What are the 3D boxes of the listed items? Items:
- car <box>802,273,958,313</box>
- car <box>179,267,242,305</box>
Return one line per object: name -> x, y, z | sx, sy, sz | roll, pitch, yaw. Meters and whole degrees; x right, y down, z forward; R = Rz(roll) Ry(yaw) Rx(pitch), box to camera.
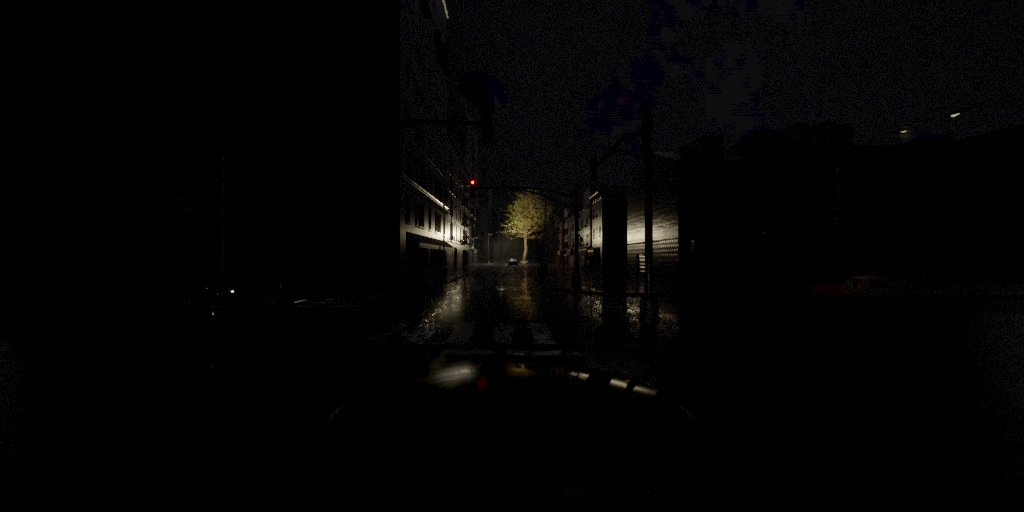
car -> 13.904, 1.346, 13.654 | 4.829, 1.417, 1.751 | 0, 0, 0
car -> -13.758, 1.177, 14.542 | 4.892, 1.490, 1.837 | 0, 0, 0
